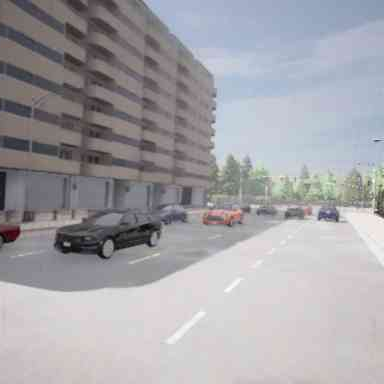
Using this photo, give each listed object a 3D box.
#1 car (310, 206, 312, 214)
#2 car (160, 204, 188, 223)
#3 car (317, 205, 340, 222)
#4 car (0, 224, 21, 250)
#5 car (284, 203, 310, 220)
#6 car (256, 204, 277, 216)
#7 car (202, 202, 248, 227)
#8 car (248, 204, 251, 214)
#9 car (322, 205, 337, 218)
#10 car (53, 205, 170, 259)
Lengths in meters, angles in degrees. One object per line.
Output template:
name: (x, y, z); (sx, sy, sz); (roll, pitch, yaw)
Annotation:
car: (16.224, 2.381, 48.326); (2.097, 1.767, 4.553); (2, 0, 24)
car: (-1.791, 1.582, 24.310); (1.812, 1.442, 4.674); (2, 0, 23)
car: (14.926, 2.249, 36.304); (2.097, 1.767, 4.553); (2, 0, 24)
car: (-7.782, 1.296, 10.021); (1.895, 1.301, 4.718); (2, 0, 22)
car: (11.691, 2.249, 37.659); (2.128, 1.511, 4.902); (2, 0, 23)
car: (9.361, 2.237, 41.286); (1.994, 1.385, 4.181); (2, 0, 23)
car: (2.434, 1.608, 25.282); (2.097, 1.767, 4.553); (2, 0, 22)
car: (6.266, 2.027, 42.928); (1.882, 1.535, 5.008); (2, -1, 23)
car: (19.439, 2.676, 46.966); (1.837, 1.490, 4.892); (2, 0, 24)
car: (-2.924, 1.412, 12.637); (1.882, 1.535, 5.008); (2, 0, 22)
